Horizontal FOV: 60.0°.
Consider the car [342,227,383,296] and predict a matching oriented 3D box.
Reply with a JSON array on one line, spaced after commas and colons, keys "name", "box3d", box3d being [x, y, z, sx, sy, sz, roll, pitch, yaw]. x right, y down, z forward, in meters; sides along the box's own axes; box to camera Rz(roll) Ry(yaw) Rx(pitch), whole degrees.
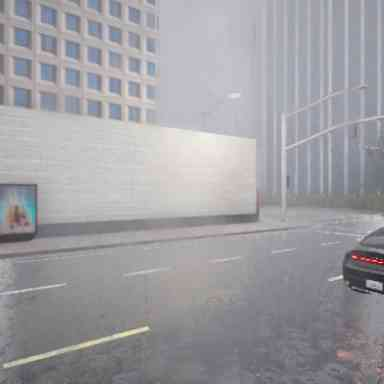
[{"name": "car", "box3d": [5.424, 1.519, 7.664, 4.892, 1.490, 1.837, 0, 0, -35]}]
